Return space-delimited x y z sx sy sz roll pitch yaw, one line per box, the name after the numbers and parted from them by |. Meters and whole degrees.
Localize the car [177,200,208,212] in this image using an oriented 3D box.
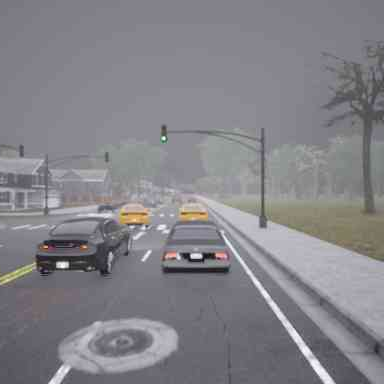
0.081 1.556 23.448 1.882 1.535 5.008 0 0 0 | car

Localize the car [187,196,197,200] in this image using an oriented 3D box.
-0.010 1.697 71.617 1.837 1.490 4.892 0 0 0 | car

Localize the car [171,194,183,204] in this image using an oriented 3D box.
-3.261 1.422 71.648 2.150 2.045 5.566 0 0 0 | car

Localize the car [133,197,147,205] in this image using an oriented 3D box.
-9.773 1.689 63.037 1.837 1.490 4.892 0 0 0 | car

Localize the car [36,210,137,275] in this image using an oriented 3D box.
-3.151 1.540 10.519 1.837 1.490 4.892 0 0 0 | car

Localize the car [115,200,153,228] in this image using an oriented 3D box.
-4.099 1.553 22.754 1.882 1.535 5.008 1 0 -14 | car

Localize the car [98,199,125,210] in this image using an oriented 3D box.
-9.853 1.727 40.059 1.895 1.301 4.718 0 0 0 | car

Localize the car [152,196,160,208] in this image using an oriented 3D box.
-6.594 1.506 51.438 2.097 1.767 4.553 0 0 0 | car

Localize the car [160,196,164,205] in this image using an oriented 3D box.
-6.521 1.538 63.902 2.097 1.767 4.553 0 0 0 | car

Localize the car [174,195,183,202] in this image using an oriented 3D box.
-3.262 1.559 82.038 1.882 1.535 5.008 0 0 0 | car

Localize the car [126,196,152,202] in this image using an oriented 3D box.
-6.568 1.635 41.578 1.837 1.490 4.892 0 0 2 | car

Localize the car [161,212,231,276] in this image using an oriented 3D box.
0.101 1.583 10.429 2.033 1.411 5.357 0 0 0 | car

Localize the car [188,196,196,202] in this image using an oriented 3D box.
-0.012 1.633 82.038 1.994 1.385 4.181 0 0 0 | car
